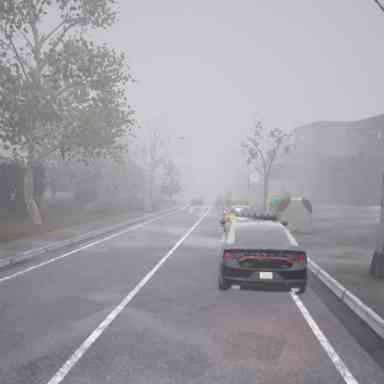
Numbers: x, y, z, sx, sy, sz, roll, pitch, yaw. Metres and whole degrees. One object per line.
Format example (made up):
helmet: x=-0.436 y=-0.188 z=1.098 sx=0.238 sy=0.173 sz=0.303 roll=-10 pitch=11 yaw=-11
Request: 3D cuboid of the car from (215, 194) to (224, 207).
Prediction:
car: x=4.477 y=1.195 z=48.073 sx=2.097 sy=1.767 sz=4.553 roll=0 pitch=0 yaw=3

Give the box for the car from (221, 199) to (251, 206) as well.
car: x=2.776 y=1.417 z=19.143 sx=1.801 sy=1.575 sz=5.366 roll=1 pitch=0 yaw=6

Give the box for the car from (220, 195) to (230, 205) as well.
car: x=3.383 y=1.293 z=24.919 sx=2.097 sy=1.767 sz=4.553 roll=1 pitch=0 yaw=6

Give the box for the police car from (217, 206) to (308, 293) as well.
police car: x=1.719 y=1.420 z=9.072 sx=1.930 sy=1.638 sz=5.238 roll=1 pitch=0 yaw=6

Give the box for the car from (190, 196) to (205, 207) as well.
car: x=0.829 y=1.308 z=48.096 sx=1.882 sy=1.535 sz=5.008 roll=0 pitch=0 yaw=2
